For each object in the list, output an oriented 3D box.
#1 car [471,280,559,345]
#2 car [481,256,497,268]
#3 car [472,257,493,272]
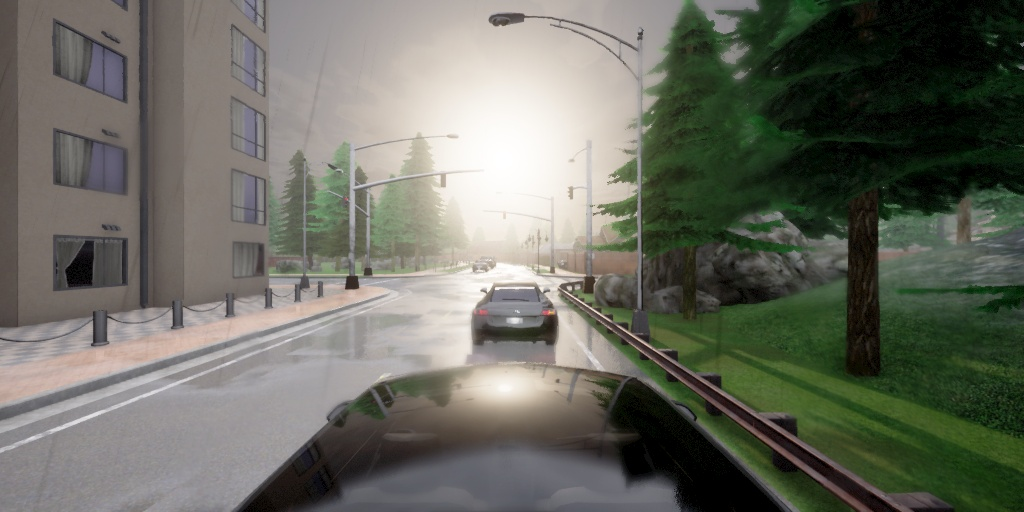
[{"bbox_3d":[0.083,1.314,9.468,1.994,1.385,4.181,0,0,1],"label":"car"},{"bbox_3d":[-3.976,0.942,56.163,2.150,2.045,5.566,0,0,0],"label":"car"},{"bbox_3d":[-3.934,1.212,45.556,2.128,1.511,4.902,0,0,0],"label":"car"}]
